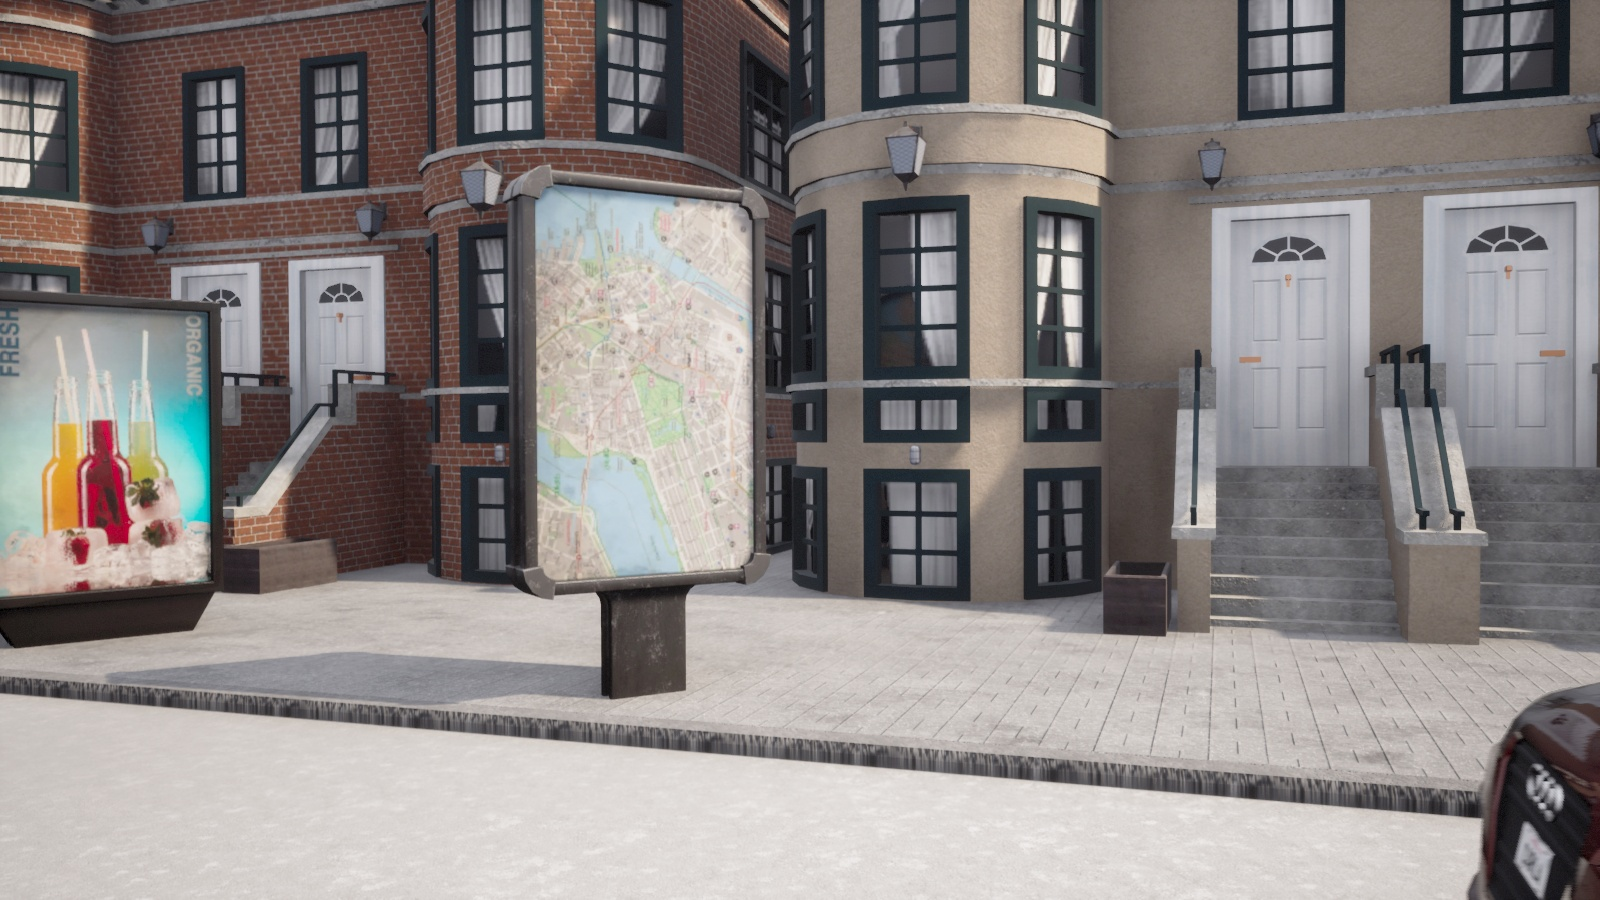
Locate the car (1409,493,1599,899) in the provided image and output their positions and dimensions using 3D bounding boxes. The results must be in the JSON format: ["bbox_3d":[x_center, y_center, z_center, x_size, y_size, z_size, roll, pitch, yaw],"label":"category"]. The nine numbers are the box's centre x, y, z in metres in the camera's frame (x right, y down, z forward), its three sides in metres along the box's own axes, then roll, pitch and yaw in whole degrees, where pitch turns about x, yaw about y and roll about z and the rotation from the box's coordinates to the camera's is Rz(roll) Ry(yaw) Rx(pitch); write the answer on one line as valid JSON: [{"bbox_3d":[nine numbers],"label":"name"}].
[{"bbox_3d":[3.661,0.864,2.489,4.181,1.385,1.994,1,1,19],"label":"car"}]
